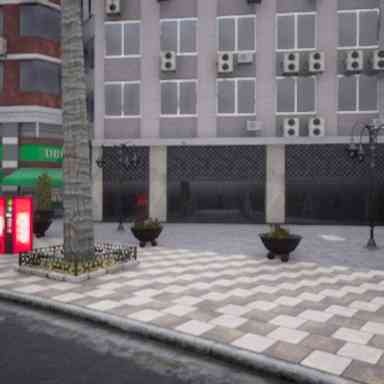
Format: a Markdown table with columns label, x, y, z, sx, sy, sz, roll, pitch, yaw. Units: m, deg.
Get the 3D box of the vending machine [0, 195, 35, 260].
| label | x | y | z | sx | sy | sz | roll | pitch | yaw |
| --- | --- | --- | --- | --- | --- | --- | --- | --- | --- |
| vending machine | -6.201 | 1.153 | 11.453 | 0.880 | 2.100 | 1.100 | 0 | 0 | 23 |
